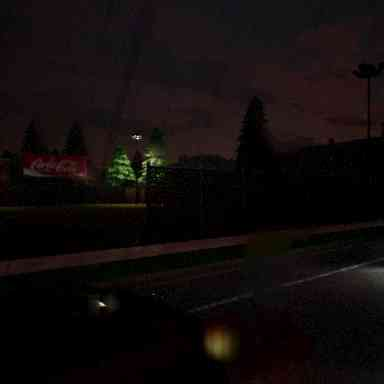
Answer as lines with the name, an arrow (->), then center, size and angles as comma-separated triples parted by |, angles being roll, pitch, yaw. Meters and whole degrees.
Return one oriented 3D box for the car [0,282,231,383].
car -> -1.670, 1.564, 2.647 | 4.181, 1.385, 1.994 | 0, 0, -38
